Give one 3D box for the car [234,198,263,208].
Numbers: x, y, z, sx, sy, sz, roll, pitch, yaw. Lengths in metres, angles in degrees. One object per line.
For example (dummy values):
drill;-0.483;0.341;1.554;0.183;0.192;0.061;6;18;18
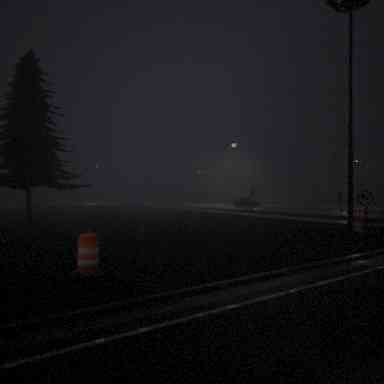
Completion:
car;8.475;1.682;50.335;1.837;1.490;4.892;0;-1;-34
